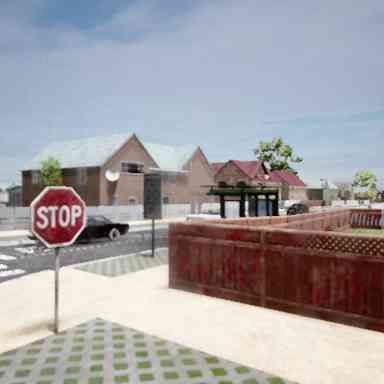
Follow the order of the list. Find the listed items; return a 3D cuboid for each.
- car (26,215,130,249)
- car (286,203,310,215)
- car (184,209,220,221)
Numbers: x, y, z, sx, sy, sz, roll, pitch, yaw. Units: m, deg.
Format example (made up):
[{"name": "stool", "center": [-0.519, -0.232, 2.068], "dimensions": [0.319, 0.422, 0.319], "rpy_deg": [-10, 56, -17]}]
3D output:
[{"name": "car", "center": [-5.418, 1.827, 16.237], "dimensions": [1.895, 1.301, 4.718], "rpy_deg": [1, 0, 37]}, {"name": "car", "center": [13.667, 2.203, 42.826], "dimensions": [1.837, 1.490, 4.892], "rpy_deg": [1, -1, 36]}, {"name": "car", "center": [1.454, 1.990, 25.807], "dimensions": [1.895, 1.301, 4.718], "rpy_deg": [1, 0, 35]}]
